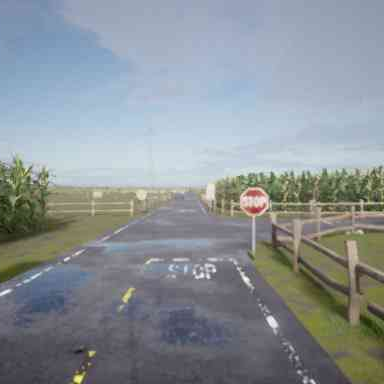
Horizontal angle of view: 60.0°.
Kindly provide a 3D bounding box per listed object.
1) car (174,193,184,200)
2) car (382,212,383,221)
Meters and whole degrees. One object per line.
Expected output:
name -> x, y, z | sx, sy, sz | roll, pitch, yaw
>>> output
car -> -2.744, 0.919, 71.549 | 1.994, 1.385, 4.181 | 0, 0, 0
car -> 14.106, 1.271, 19.835 | 5.008, 1.535, 1.882 | -1, 1, -2
